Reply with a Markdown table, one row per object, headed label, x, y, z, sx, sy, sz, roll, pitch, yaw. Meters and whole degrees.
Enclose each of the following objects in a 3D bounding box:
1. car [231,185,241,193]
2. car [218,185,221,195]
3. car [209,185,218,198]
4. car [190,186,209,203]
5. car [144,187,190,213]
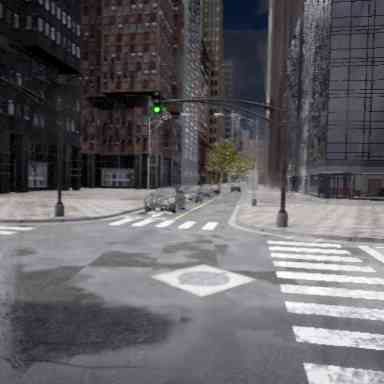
| label | x | y | z | sx | sy | sz | roll | pitch | yaw |
| --- | --- | --- | --- | --- | --- | --- | --- | --- | --- |
| car | 8.415 | -0.650 | 63.626 | 1.837 | 1.490 | 4.892 | 2 | 2 | 10 |
| car | 3.581 | -0.412 | 53.355 | 1.882 | 1.535 | 5.008 | 2 | 2 | 10 |
| car | 1.803 | -0.052 | 43.138 | 1.837 | 1.490 | 4.892 | 2 | 2 | 10 |
| car | -0.008 | 0.260 | 33.118 | 2.128 | 1.511 | 4.902 | 2 | 2 | 10 |
| car | -1.750 | 0.443 | 23.221 | 2.097 | 1.767 | 4.553 | 2 | 2 | 10 |
